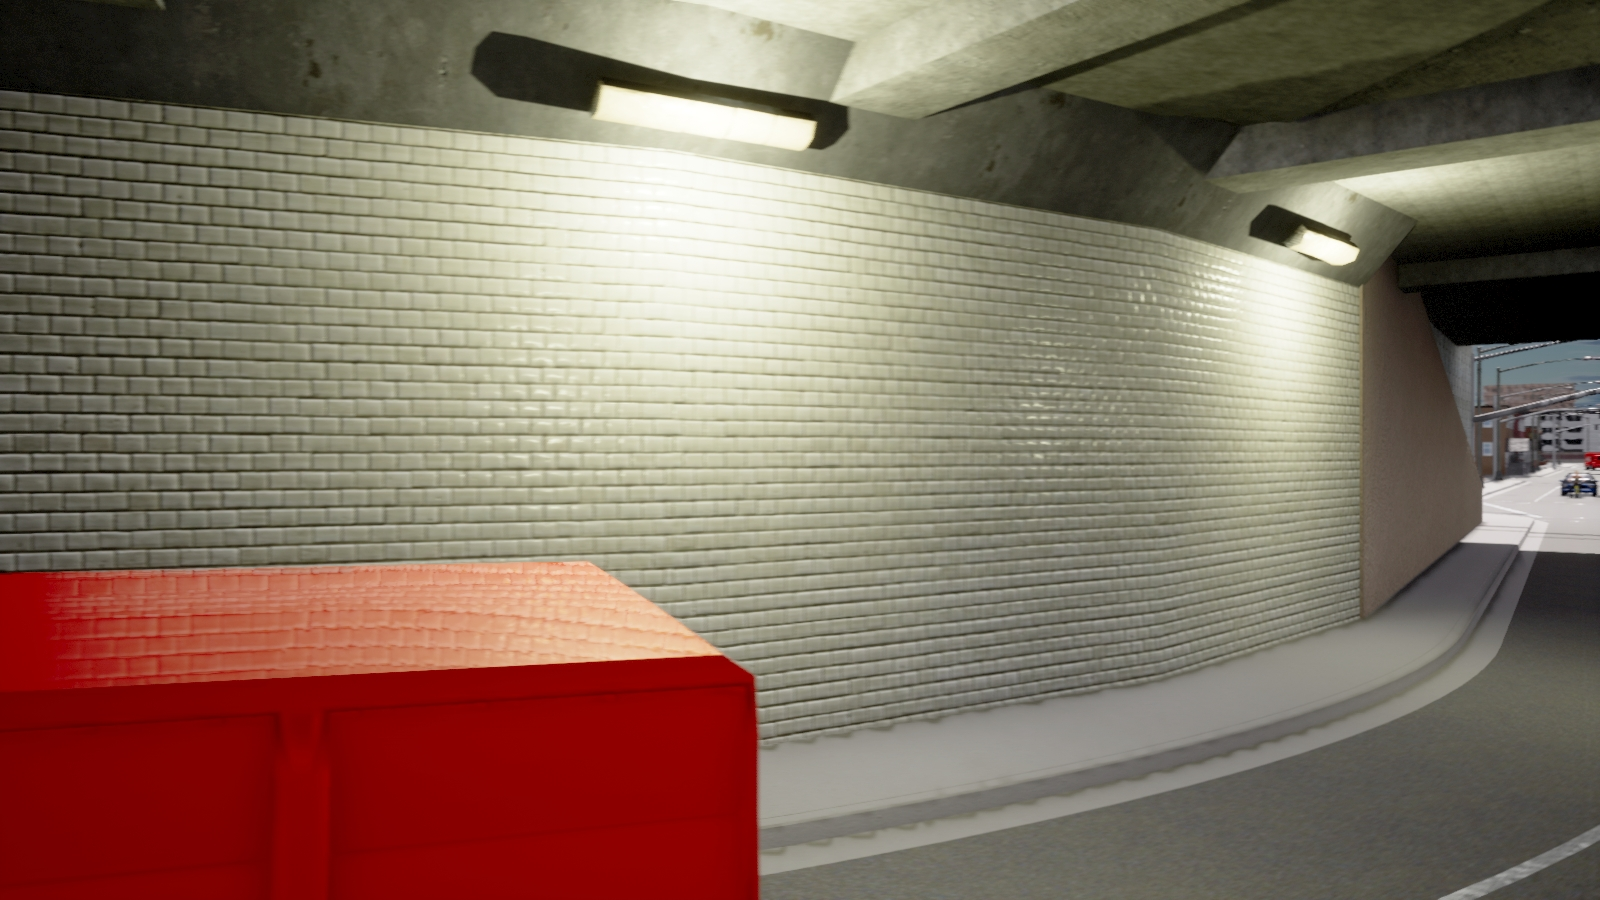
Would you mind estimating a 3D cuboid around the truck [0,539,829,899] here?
[{"bbox_3d":[-2.835,1.571,2.259,5.204,2.467,2.627,0,0,-18],"label":"truck"}]
